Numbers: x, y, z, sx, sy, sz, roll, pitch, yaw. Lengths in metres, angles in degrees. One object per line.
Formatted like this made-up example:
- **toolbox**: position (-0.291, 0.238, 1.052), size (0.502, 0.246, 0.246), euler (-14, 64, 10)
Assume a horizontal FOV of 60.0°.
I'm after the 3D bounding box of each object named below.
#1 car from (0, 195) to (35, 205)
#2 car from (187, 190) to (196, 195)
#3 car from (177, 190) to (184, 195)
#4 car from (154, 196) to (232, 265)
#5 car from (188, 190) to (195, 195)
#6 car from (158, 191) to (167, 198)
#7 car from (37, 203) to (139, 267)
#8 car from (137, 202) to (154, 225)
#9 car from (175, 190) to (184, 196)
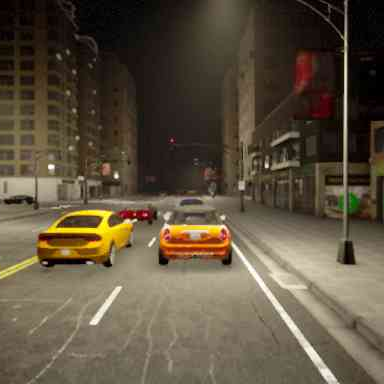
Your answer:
- **car**: position (-22.183, 1.000, 42.335), size (4.313, 1.339, 1.947), euler (0, 0, 0)
- **car**: position (-0.068, 0.210, 84.554), size (2.097, 1.767, 4.553), euler (0, 1, 0)
- **car**: position (-3.327, 0.090, 94.586), size (1.882, 1.535, 5.008), euler (0, 1, 0)
- **car**: position (0.090, 1.194, 11.183), size (2.097, 1.767, 4.553), euler (0, 1, 0)
- **car**: position (-0.077, 0.152, 94.589), size (2.033, 1.411, 5.357), euler (0, 1, 0)
- **car**: position (-6.560, 0.509, 74.669), size (1.812, 1.442, 4.674), euler (0, 1, 0)
- **car**: position (-3.158, 1.325, 10.810), size (1.882, 1.535, 5.008), euler (0, 1, 0)
- **car**: position (-3.266, 1.303, 21.231), size (1.895, 1.301, 4.718), euler (0, 1, 0)
- **car**: position (-3.318, 0.359, 84.167), size (1.837, 1.490, 4.892), euler (0, 1, 0)
